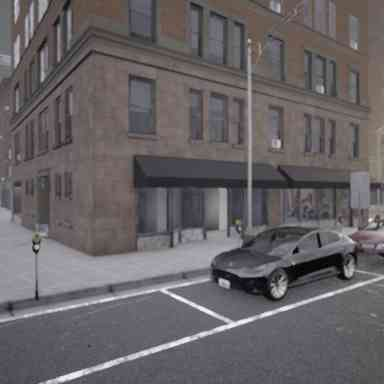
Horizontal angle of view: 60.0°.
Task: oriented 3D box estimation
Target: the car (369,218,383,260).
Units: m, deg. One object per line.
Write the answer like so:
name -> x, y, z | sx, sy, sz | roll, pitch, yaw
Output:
car -> 6.903, 1.586, 11.567 | 4.206, 1.307, 1.802 | 0, 0, -36

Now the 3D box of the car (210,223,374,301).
car -> 2.449, 1.568, 8.338 | 4.313, 1.339, 1.947 | 0, 0, -36
